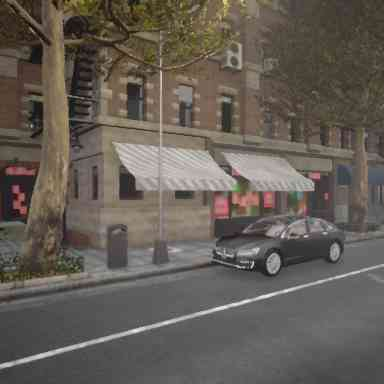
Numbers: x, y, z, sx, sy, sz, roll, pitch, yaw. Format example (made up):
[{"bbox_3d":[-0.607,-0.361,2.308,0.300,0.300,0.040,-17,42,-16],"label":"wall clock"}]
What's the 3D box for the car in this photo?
[{"bbox_3d":[2.833,1.478,10.355,4.892,1.521,2.231,0,0,-36],"label":"car"}]
